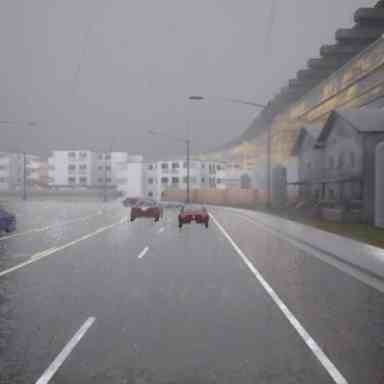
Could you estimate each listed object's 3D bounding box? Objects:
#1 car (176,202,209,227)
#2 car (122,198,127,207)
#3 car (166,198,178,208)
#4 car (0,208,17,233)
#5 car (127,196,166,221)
[{"bbox_3d":[0.087,1.521,22.141,1.895,1.301,4.718,0,0,0],"label":"car"},{"bbox_3d":[-7.989,1.317,44.700,1.882,1.535,5.008,0,0,-28],"label":"car"},{"bbox_3d":[-3.088,1.447,42.751,1.895,1.301,4.718,0,0,-22],"label":"car"},{"bbox_3d":[-10.520,1.466,16.474,1.812,1.442,4.674,0,0,0],"label":"car"},{"bbox_3d":[-3.449,1.259,25.923,2.097,1.767,4.553,0,0,-1],"label":"car"}]
